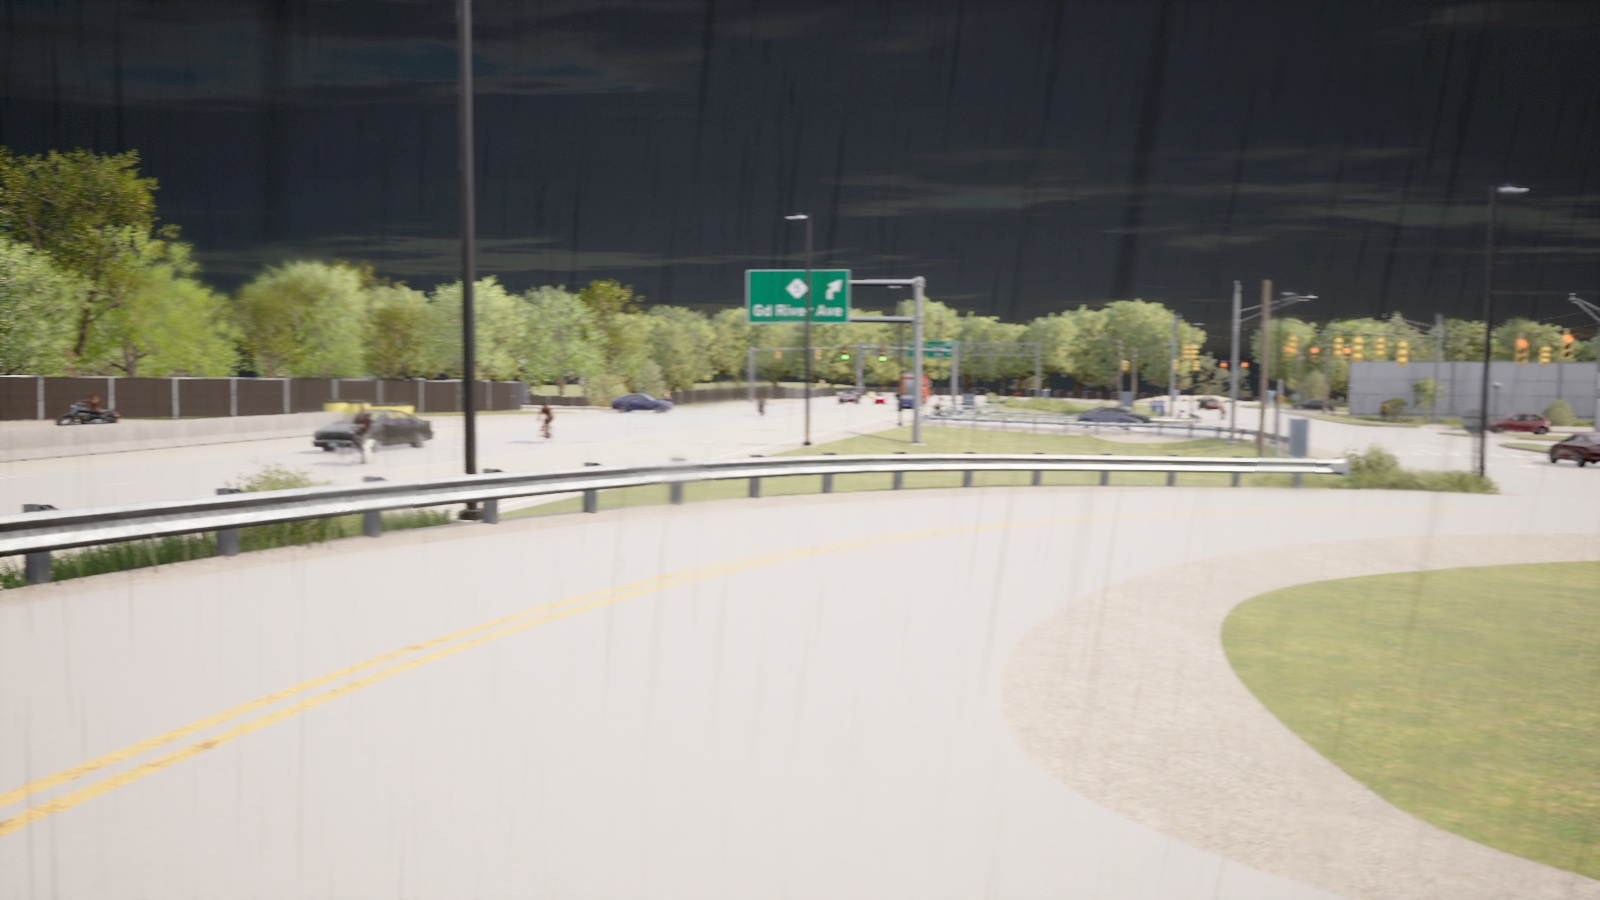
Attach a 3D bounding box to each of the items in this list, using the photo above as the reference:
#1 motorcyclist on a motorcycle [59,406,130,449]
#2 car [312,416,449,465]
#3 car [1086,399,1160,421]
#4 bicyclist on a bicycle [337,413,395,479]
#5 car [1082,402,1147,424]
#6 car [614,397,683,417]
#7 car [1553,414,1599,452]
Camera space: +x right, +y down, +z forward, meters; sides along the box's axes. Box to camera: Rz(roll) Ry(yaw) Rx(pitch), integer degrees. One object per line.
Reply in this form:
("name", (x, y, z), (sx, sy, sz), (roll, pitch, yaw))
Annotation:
("motorcyclist on a motorcycle", (-28.226, -0.927, 50.276), (0.766, 1.649, 2.350), (2, 4, 35))
("car", (-14.251, -0.357, 43.078), (2.033, 1.411, 5.357), (0, 3, 11))
("car", (22.821, -2.817, 88.840), (4.892, 1.490, 1.837), (0, 3, 9))
("bicyclist on a bicycle", (-12.216, -0.137, 35.422), (0.659, 1.776, 1.843), (0, 3, 11))
("car", (21.385, -2.532, 85.472), (4.181, 1.385, 1.994), (2, 4, 13))
("car", (-11.049, -3.136, 91.904), (4.674, 1.442, 1.812), (0, 4, 11))
("car", (34.117, -0.747, 53.617), (1.812, 1.442, 4.674), (0, 3, 11))
